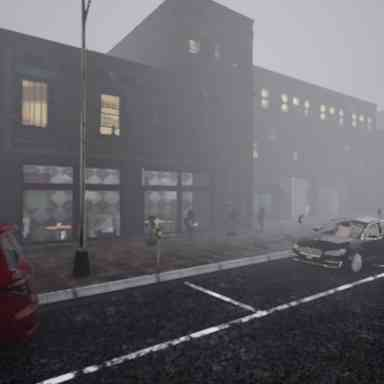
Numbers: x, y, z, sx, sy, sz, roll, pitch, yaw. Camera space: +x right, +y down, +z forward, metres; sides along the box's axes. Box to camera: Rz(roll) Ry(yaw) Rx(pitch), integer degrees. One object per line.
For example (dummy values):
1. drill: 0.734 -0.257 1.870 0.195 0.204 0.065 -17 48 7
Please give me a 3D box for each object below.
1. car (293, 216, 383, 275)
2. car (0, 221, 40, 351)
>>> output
1. car: 4.877 1.446 10.026 4.403 1.369 2.008 -1 1 -35
2. car: -4.311 1.332 3.465 5.009 1.841 2.192 -1 1 -35
